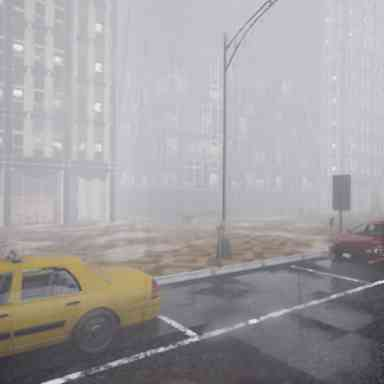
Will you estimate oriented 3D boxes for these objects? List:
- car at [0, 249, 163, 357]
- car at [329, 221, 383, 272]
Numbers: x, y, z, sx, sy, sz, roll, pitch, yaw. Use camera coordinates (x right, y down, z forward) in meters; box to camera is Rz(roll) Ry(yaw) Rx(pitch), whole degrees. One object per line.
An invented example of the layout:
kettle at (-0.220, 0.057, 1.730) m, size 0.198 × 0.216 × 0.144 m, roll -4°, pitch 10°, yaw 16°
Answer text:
car at (-2.753, 1.528, 4.596) m, size 4.829 × 1.417 × 1.752 m, roll 1°, pitch 0°, yaw -35°
car at (6.394, 1.645, 11.119) m, size 4.507 × 1.381 × 1.887 m, roll 1°, pitch 0°, yaw -35°
